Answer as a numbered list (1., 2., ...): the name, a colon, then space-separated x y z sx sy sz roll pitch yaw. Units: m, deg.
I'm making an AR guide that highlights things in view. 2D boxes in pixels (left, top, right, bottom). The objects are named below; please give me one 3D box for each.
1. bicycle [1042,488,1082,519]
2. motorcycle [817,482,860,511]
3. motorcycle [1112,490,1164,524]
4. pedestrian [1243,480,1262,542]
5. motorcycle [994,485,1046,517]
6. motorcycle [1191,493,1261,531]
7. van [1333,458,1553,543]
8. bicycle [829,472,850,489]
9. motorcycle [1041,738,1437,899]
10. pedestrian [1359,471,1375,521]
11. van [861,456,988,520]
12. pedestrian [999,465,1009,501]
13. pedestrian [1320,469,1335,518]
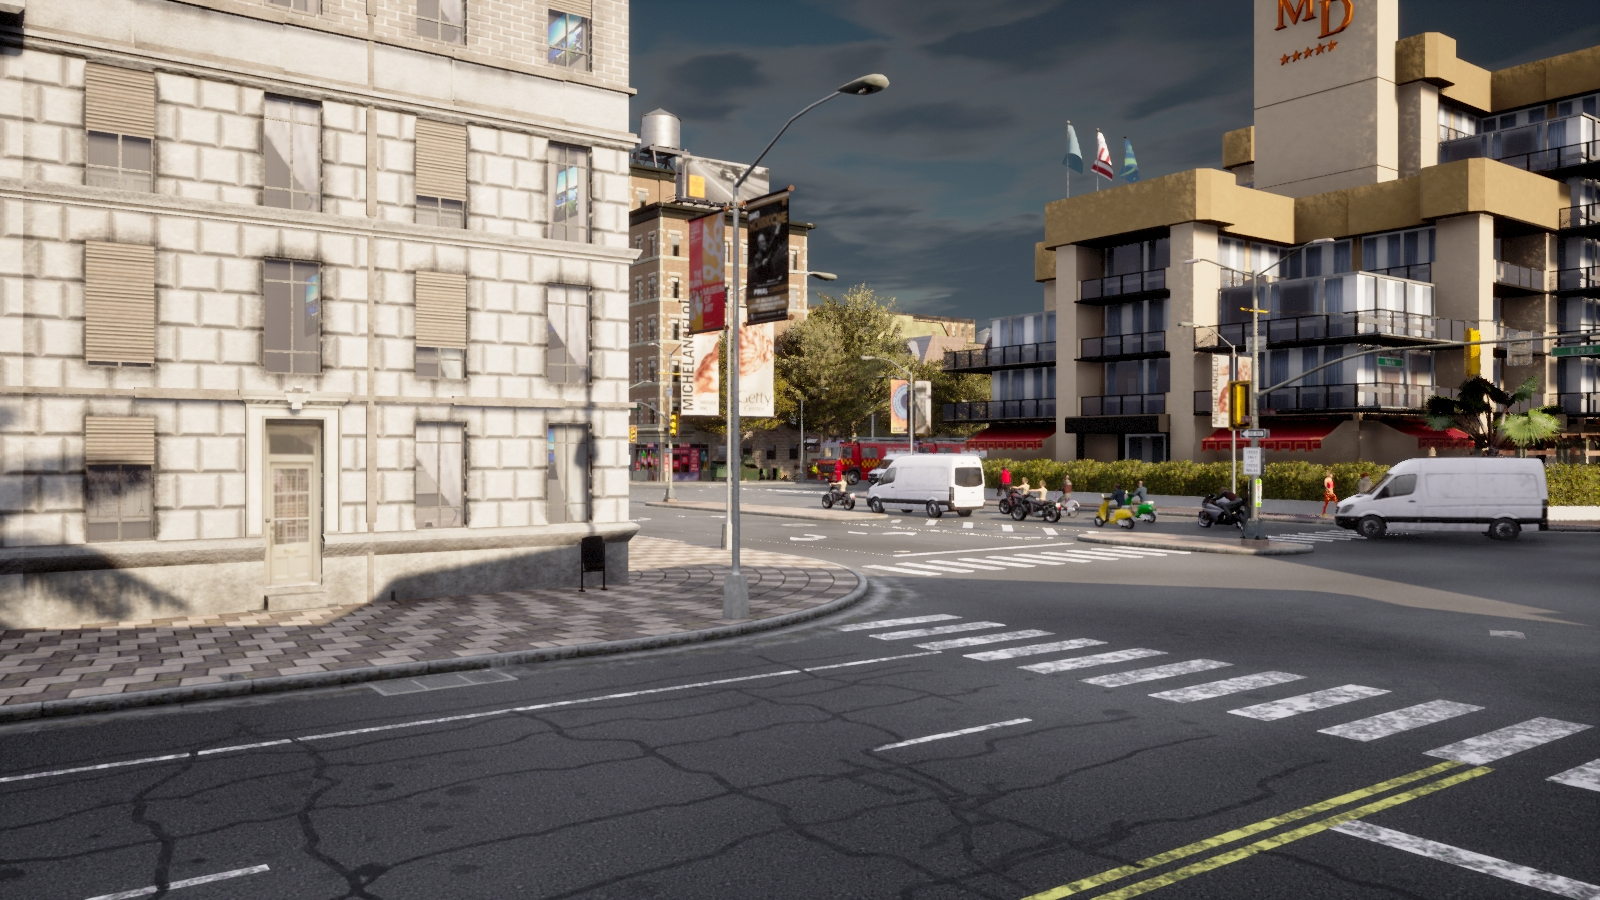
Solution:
1. bicycle: 10.851 2.210 47.360 0.329 1.171 1.835 0 0 -36
2. motorcycle: 1.797 2.170 53.778 0.764 1.277 2.356 0 0 -37
3. motorcycle: 13.079 2.182 44.246 0.856 1.236 1.805 0 0 -36
4. pedestrian: 13.786 1.849 34.809 0.375 1.860 0.375 0 0 -34
5. motorcycle: 9.406 2.170 48.968 0.764 1.277 2.356 0 0 -34
6. motorcycle: 15.193 2.205 40.836 0.867 1.251 2.209 0 0 -39
7. van: 20.339 1.534 36.490 5.915 2.561 1.988 0 0 22
8. bicycle: 2.841 2.210 81.976 1.835 1.171 0.329 0 0 -43
9. motorcycle: 2.199 2.213 5.612 2.033 1.145 0.803 0 0 -34
10. pedestrian: 20.939 1.696 42.211 0.375 1.860 0.375 0 0 -11
11. van: 5.246 1.534 49.039 1.988 2.561 5.915 0 0 -36
12. pedestrian: 10.620 1.696 59.553 0.375 1.860 0.375 0 0 -38
13. pedestrian: 20.656 1.697 44.728 0.375 1.860 0.375 0 0 -31
